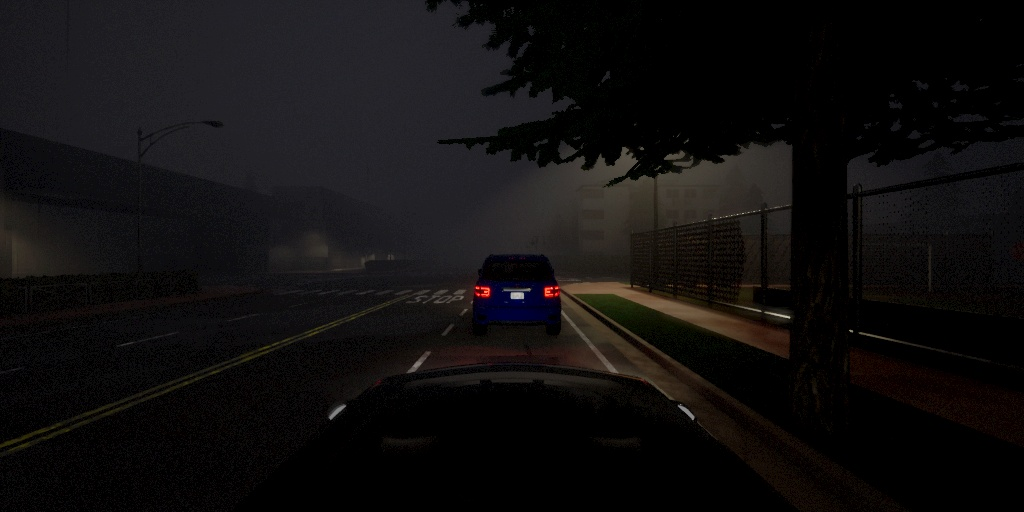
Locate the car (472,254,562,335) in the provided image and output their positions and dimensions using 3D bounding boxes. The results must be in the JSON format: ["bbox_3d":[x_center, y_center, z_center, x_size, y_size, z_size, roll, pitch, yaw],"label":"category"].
[{"bbox_3d":[0.125,0.972,10.609,2.150,2.045,5.566,0,0,0],"label":"car"}]

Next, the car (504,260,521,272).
[{"bbox_3d":[0.068,1.242,46.453,2.128,1.511,4.902,0,0,-1],"label":"car"}]
